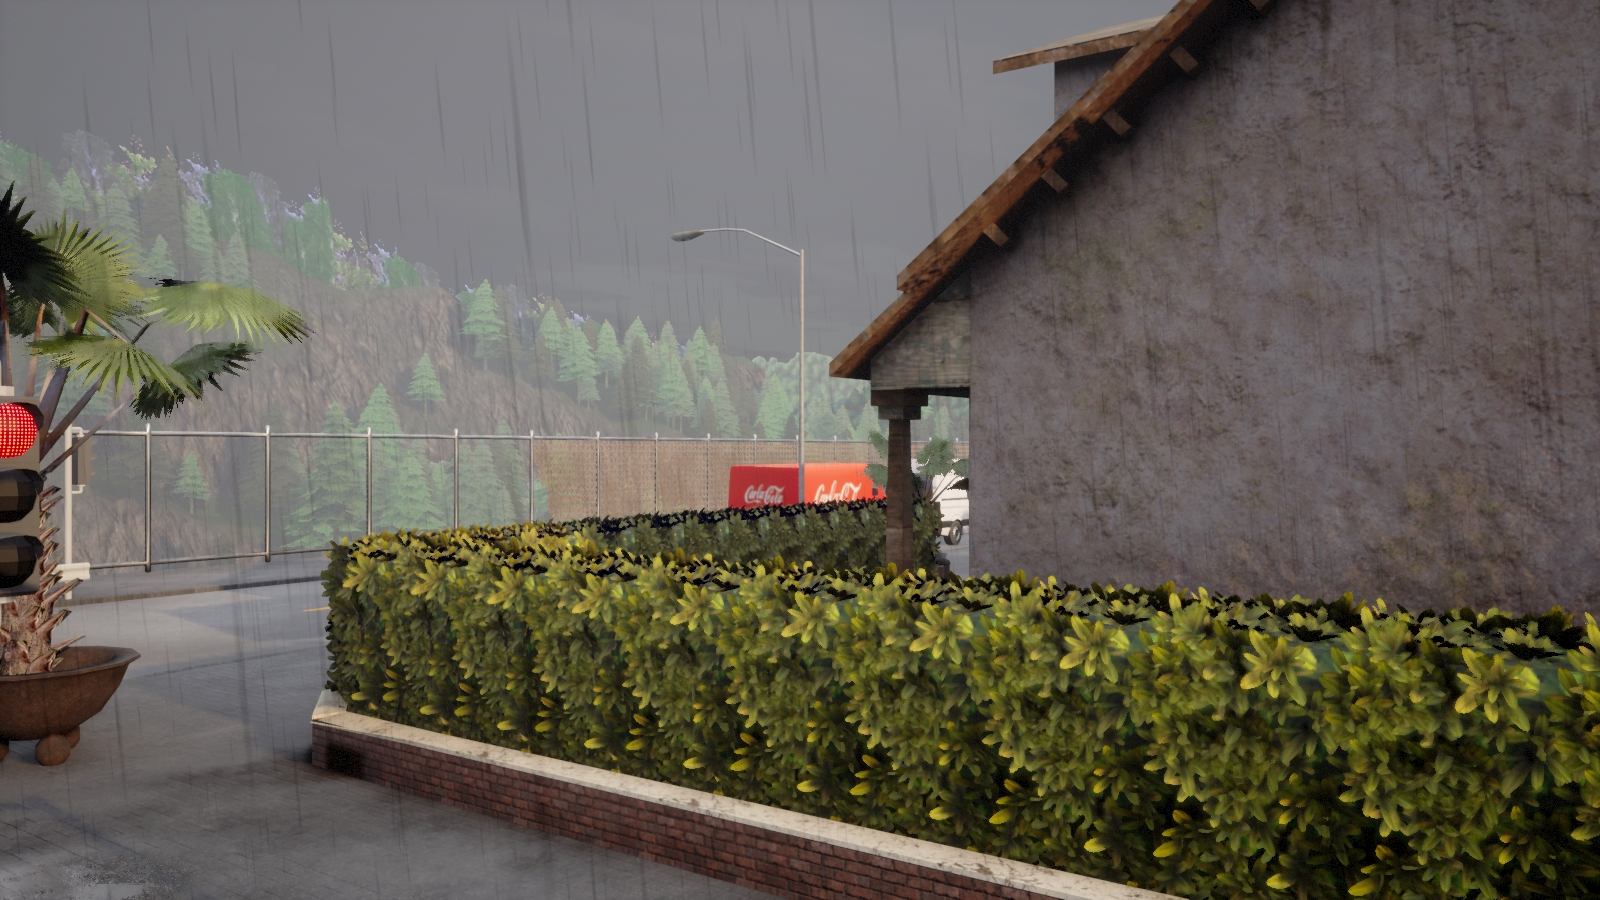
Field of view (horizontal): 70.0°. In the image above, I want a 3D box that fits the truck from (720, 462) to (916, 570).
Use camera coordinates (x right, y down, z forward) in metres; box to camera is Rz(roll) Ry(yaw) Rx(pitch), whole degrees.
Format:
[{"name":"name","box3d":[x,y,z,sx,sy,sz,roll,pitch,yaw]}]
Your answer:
[{"name":"truck","box3d":[0.584,1.568,29.600,2.627,2.467,5.204,0,0,35]}]
